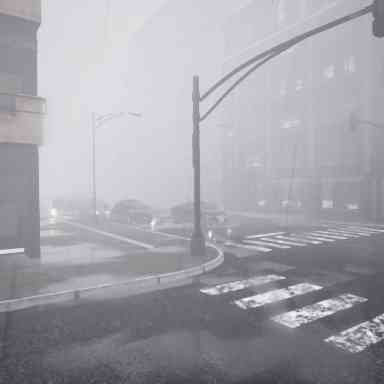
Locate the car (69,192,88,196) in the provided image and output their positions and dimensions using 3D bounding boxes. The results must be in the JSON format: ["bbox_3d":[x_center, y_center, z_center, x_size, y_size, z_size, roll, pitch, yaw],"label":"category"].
[{"bbox_3d":[-18.084,1.082,54.344,2.097,1.767,4.553,-1,1,-35],"label":"car"}]

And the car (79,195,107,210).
[{"bbox_3d":[-11.492,1.397,39.205,2.033,1.411,5.357,-1,1,-35],"label":"car"}]

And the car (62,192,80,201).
[{"bbox_3d":[-25.186,0.936,69.171,2.192,1.841,5.009,-1,1,-35],"label":"car"}]

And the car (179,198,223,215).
[{"bbox_3d":[0.756,1.360,31.846,1.887,1.381,4.507,-1,1,-35],"label":"car"}]

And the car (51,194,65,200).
[{"bbox_3d":[-31.649,1.125,78.522,2.008,1.369,4.403,-1,1,-35],"label":"car"}]

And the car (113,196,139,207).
[{"bbox_3d":[-9.121,1.266,45.945,1.752,1.417,4.829,-1,1,-35],"label":"car"}]

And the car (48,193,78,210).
[{"bbox_3d":[-15.914,1.313,41.037,1.967,1.590,4.097,-1,1,-35],"label":"car"}]

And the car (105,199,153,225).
[{"bbox_3d":[-4.421,1.509,24.191,1.887,1.381,4.507,-1,1,-35],"label":"car"}]

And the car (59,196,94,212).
[{"bbox_3d":[-12.682,1.449,36.364,2.008,1.369,4.403,-1,1,-35],"label":"car"}]

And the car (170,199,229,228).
[{"bbox_3d":[0.387,1.434,22.010,2.128,1.511,4.902,-1,1,-35],"label":"car"}]

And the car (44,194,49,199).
[{"bbox_3d":[-34.977,1.076,83.335,1.752,1.417,4.829,-1,1,-35],"label":"car"}]

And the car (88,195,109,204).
[{"bbox_3d":[-15.585,1.217,55.292,1.752,1.417,4.829,-1,1,-35],"label":"car"}]

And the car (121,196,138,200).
[{"bbox_3d":[-5.494,1.374,30.519,1.882,1.535,5.008,-1,1,-35],"label":"car"}]
